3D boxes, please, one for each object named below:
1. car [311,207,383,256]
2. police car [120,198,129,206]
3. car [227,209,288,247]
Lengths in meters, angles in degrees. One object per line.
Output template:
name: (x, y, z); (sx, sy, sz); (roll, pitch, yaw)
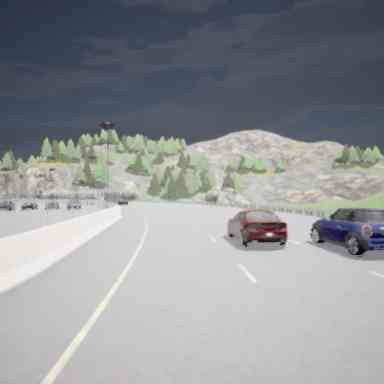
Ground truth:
car: (6.576, 1.378, 13.378); (2.097, 1.767, 4.553); (-1, 0, -4)
police car: (-14.705, 2.067, 70.056); (1.930, 1.638, 5.238); (0, 0, -22)
car: (2.915, 1.558, 15.710); (1.882, 1.535, 5.008); (-1, 0, -4)
